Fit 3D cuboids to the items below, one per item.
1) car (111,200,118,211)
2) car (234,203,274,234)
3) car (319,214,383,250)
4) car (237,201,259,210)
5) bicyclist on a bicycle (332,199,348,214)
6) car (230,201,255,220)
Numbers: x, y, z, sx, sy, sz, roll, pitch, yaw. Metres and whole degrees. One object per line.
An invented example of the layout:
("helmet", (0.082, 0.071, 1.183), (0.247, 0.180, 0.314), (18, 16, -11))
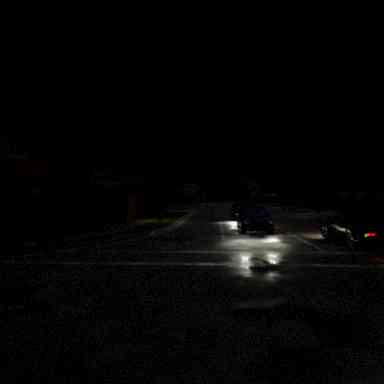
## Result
("car", (-11.979, 1.886, 47.216), (5.027, 1.636, 2.152), (-1, -1, 4))
("car", (4.042, 1.739, 21.558), (1.882, 1.535, 5.008), (-1, -1, 4))
("car", (7.447, 1.694, 14.913), (2.033, 1.411, 5.357), (-1, -1, 3))
("car", (9.089, 2.161, 54.416), (1.812, 1.442, 4.674), (0, -1, -16))
("bicyclist on a bicycle", (15.421, 1.537, 34.687), (1.656, 1.620, 0.582), (-1, -1, 4))
("car", (4.747, 1.893, 31.930), (1.837, 1.490, 4.892), (-1, -1, 4))
